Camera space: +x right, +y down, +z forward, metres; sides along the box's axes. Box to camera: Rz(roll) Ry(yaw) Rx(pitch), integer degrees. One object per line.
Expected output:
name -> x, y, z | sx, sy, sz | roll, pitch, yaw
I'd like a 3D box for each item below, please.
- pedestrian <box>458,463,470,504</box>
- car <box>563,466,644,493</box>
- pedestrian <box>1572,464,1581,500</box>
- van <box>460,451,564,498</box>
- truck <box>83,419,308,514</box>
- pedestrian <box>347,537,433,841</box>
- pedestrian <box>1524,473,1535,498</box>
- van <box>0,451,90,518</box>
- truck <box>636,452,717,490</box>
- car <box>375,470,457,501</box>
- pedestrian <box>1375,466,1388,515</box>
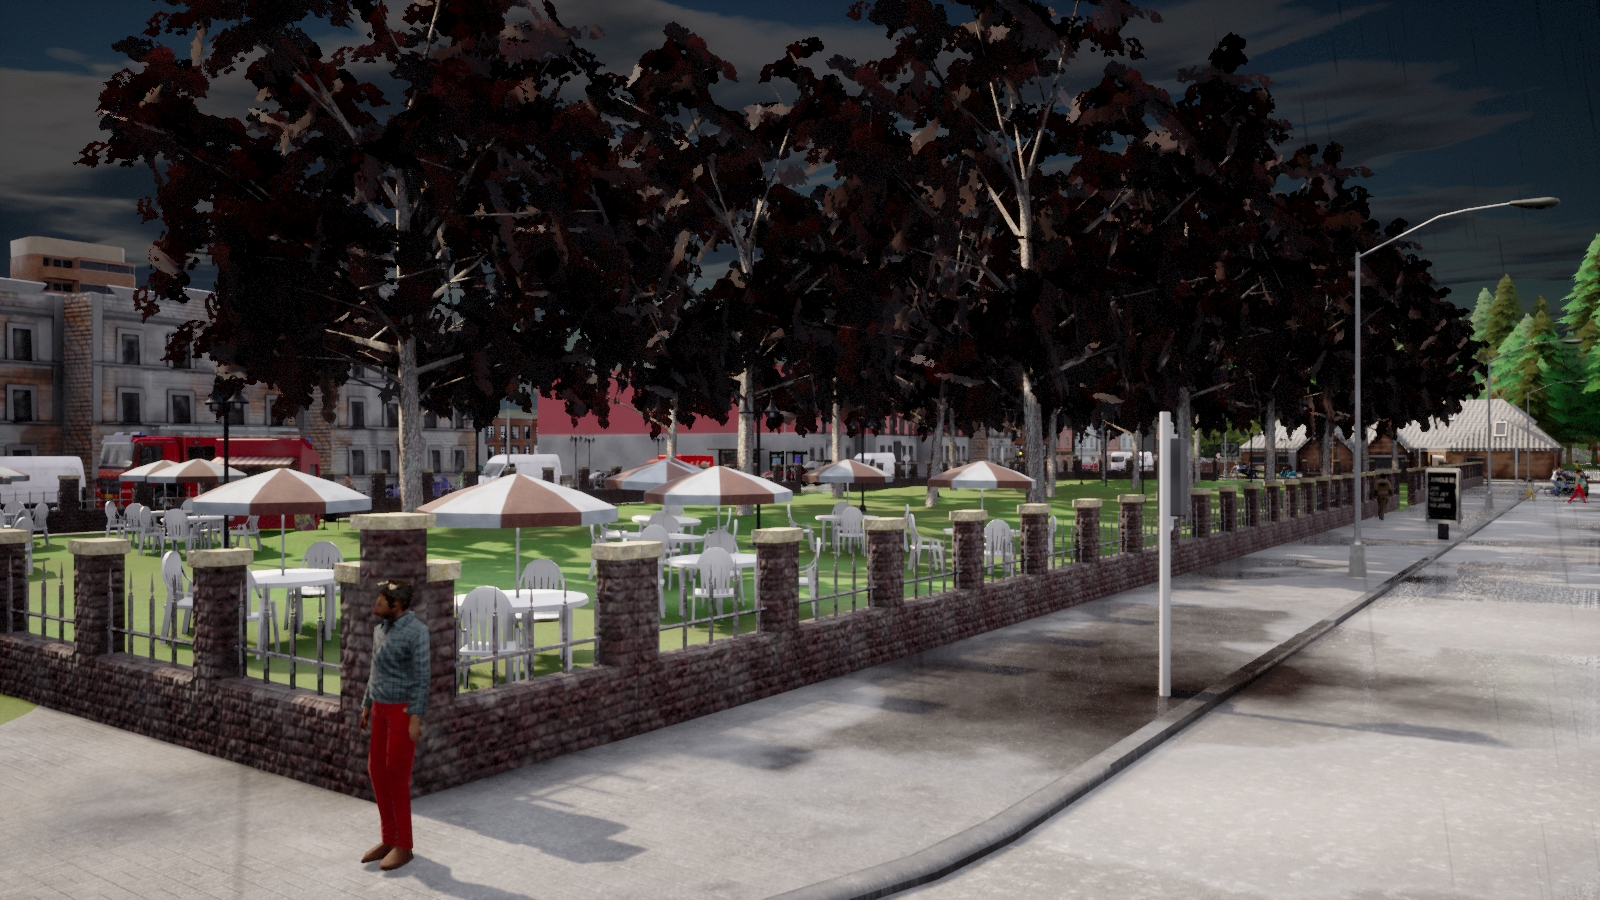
pedestrian -> -15.402, 1.523, 52.316 | 0.375, 1.860, 0.375 | 0, 0, 34
car -> -12.166, 1.814, 71.050 | 2.097, 1.535, 5.006 | 0, 0, 35
pedestrian -> 39.568, 1.628, 58.237 | 0.375, 1.860, 0.375 | 0, 0, 32
van -> -16.329, 1.314, 65.083 | 1.988, 2.561, 5.915 | 0, 0, 35
truck -> -26.598, 0.670, 50.778 | 2.891, 3.827, 8.468 | 0, 0, 35
pedestrian -> -2.655, 1.517, 7.406 | 0.375, 1.860, 0.375 | 0, 0, 36
pedestrian -> 39.429, 1.908, 61.777 | 0.375, 1.300, 0.375 | 0, 0, -33
van -> -31.021, 1.314, 44.007 | 1.988, 2.561, 5.915 | 0, 0, 35
truck -> -8.233, 1.348, 76.671 | 2.627, 2.467, 5.204 | 0, 0, 35
car -> -20.045, 1.818, 59.739 | 1.845, 1.501, 3.633 | 0, 0, 35
pedestrian -> 22.061, 1.525, 43.327 | 0.375, 1.860, 0.375 | 0, 0, 35
